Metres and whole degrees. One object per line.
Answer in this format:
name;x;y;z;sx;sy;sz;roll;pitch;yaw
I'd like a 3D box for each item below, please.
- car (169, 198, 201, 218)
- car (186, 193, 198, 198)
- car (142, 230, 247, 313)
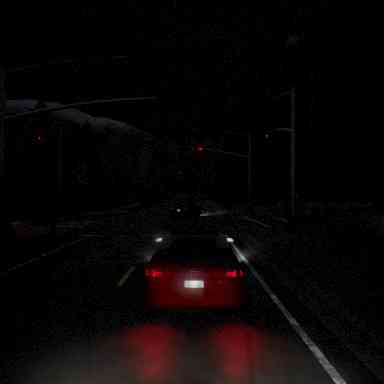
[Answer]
car;-0.542;1.565;30.934;1.994;1.385;4.181;0;0;19
car;-0.009;1.221;67.380;2.150;2.045;5.566;0;0;0
car;0.060;1.564;7.762;1.994;1.385;4.181;0;0;1
